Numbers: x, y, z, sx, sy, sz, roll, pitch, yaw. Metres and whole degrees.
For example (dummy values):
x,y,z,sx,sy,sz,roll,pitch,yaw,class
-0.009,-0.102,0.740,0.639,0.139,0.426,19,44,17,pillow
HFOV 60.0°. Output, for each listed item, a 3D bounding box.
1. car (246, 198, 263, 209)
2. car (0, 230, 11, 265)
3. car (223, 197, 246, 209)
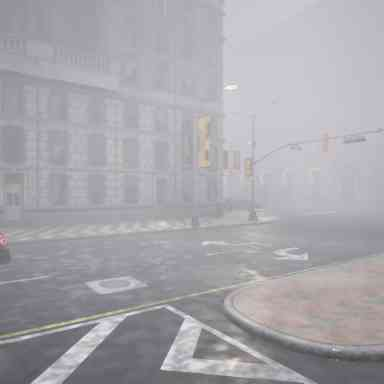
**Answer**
x,y,z,sx,sy,sz,roll,pitch,yaw,class
7.371,1.547,46.347,2.033,1.411,5.357,0,0,-36,car
-7.329,1.352,8.599,4.553,1.767,2.097,0,0,-35,car
4.497,1.505,44.358,1.837,1.490,4.892,0,0,-36,car
